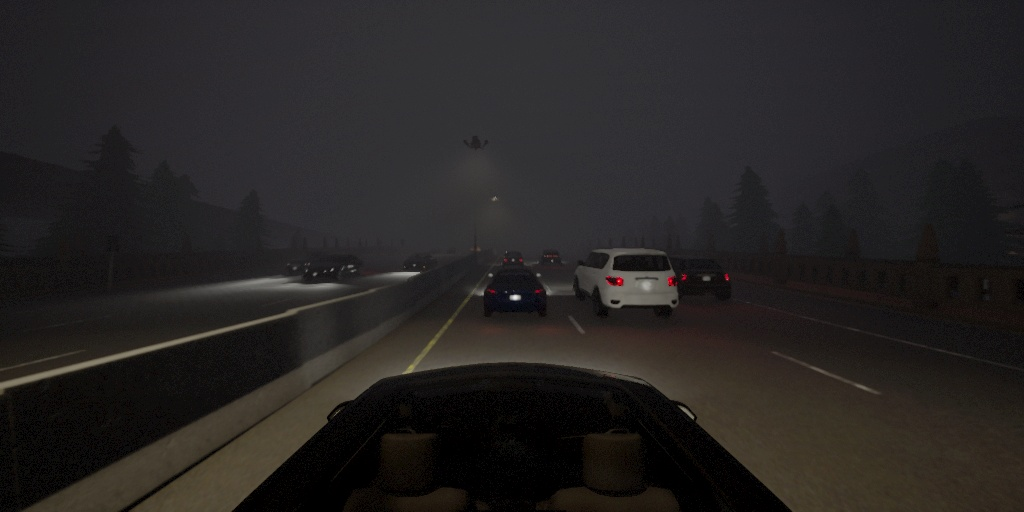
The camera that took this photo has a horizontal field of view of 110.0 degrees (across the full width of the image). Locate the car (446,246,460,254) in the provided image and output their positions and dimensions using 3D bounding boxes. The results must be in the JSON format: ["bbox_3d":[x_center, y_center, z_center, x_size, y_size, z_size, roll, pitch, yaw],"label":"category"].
[{"bbox_3d":[-10.539,-1.020,64.423,1.837,1.490,4.892,0,1,0],"label":"car"}]

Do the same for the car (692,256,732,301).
[{"bbox_3d":[7.094,0.751,15.196,2.097,1.767,4.553,0,3,0],"label":"car"}]

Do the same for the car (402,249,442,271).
[{"bbox_3d":[-7.107,0.398,28.089,1.994,1.385,4.181,0,3,0],"label":"car"}]

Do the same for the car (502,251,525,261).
[{"bbox_3d":[0.089,0.275,30.521,2.033,1.411,5.357,0,3,0],"label":"car"}]

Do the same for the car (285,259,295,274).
[{"bbox_3d":[-14.106,0.428,25.739,2.128,1.511,4.902,0,3,0],"label":"car"}]

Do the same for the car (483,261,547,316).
[{"bbox_3d":[0.095,1.085,12.358,1.994,1.385,4.181,0,2,0],"label":"car"}]

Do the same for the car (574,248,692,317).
[{"bbox_3d":[3.594,0.745,12.275,2.150,2.045,5.566,0,2,0],"label":"car"}]

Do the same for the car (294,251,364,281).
[{"bbox_3d":[-10.607,0.618,21.689,1.837,1.490,4.892,0,3,0],"label":"car"}]

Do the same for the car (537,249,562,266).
[{"bbox_3d":[3.588,0.067,34.326,1.837,1.490,4.892,0,3,0],"label":"car"}]
